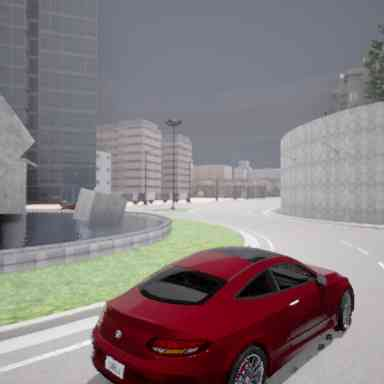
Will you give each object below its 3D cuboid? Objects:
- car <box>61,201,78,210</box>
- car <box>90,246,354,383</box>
[{"bbox_3d":[-12.410,1.680,37.607,4.674,1.442,1.812,0,-1,7],"label":"car"},{"bbox_3d":[0.822,1.557,4.935,1.812,1.442,4.674,1,0,43],"label":"car"}]
